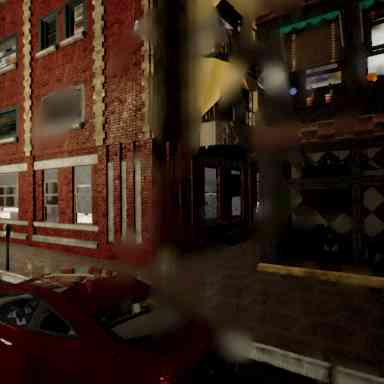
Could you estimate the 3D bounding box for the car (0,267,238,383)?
[{"bbox_3d":[-1.500,1.583,3.923,4.206,1.307,1.802,0,-1,36],"label":"car"}]
